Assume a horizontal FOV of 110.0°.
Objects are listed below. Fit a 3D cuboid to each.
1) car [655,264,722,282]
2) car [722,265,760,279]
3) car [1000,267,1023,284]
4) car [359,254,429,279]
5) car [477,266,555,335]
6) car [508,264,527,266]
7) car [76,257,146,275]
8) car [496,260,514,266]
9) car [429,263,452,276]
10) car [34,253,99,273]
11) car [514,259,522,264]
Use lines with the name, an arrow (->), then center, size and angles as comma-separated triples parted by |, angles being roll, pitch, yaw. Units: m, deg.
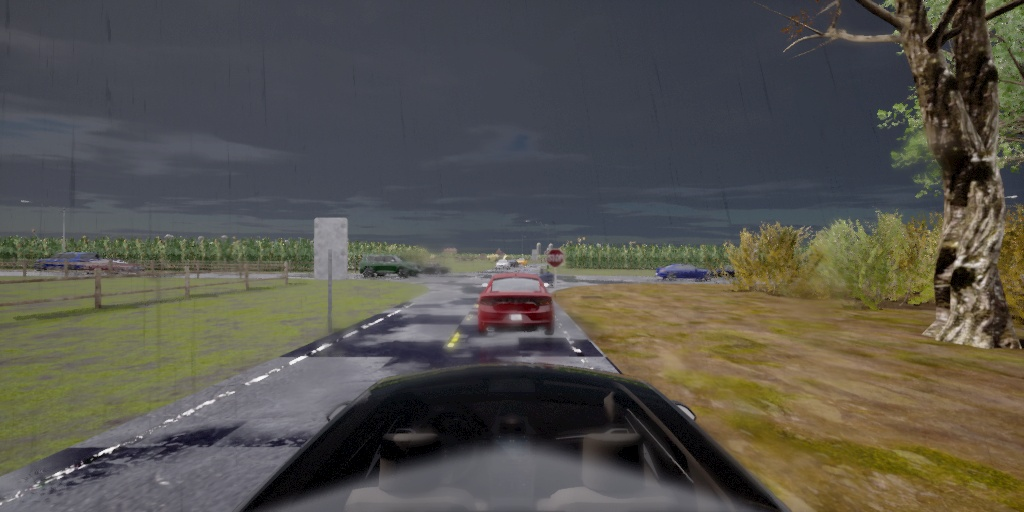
car -> 14.467, 1.375, 30.054 | 4.674, 1.442, 1.812 | 0, 0, 5
car -> 20.056, 1.493, 33.256 | 4.718, 1.301, 1.895 | 0, 0, 5
car -> 37.716, 1.515, 27.689 | 4.674, 1.442, 1.812 | 0, 0, 6
car -> -10.532, 0.906, 31.358 | 5.566, 2.045, 2.150 | 0, -1, 14
car -> 0.105, 1.228, 10.499 | 1.882, 1.535, 5.008 | 0, 0, 0
car -> 1.460, 1.354, 22.551 | 1.895, 1.301, 4.718 | 0, 0, 19
car -> -36.670, 1.024, 33.107 | 4.674, 1.442, 1.812 | 0, 0, 3
car -> -1.317, 1.297, 53.997 | 1.812, 1.442, 4.674 | 0, 0, 6
car -> -8.421, 1.311, 35.450 | 4.718, 1.301, 1.895 | 0, 0, 3
car -> -45.993, 0.661, 37.274 | 5.566, 2.045, 2.150 | 1, 0, 3
car -> 0.002, 1.328, 63.592 | 2.033, 1.411, 5.357 | 0, 0, 9
